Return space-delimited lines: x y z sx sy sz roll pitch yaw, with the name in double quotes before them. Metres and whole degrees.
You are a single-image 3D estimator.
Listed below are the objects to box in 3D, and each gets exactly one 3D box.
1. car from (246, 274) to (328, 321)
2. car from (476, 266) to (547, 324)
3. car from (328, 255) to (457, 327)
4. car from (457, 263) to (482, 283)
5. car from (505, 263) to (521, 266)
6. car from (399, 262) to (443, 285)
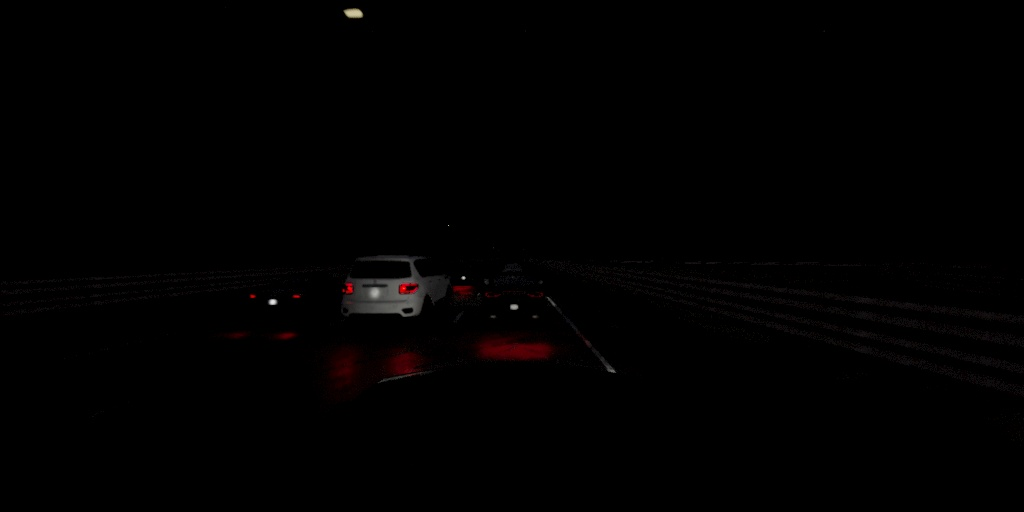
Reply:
"car" -6.940 1.305 12.423 1.994 1.385 4.181 0 0 0
"car" 0.060 1.240 12.082 1.882 1.535 5.008 0 -1 0
"car" -3.440 0.985 11.737 2.150 2.045 5.566 0 0 0
"car" -3.442 1.294 27.947 1.837 1.490 4.892 0 0 0
"car" 0.063 1.315 28.851 1.812 1.442 4.674 0 0 0
"car" -6.942 1.267 27.843 2.128 1.511 4.902 0 1 0
